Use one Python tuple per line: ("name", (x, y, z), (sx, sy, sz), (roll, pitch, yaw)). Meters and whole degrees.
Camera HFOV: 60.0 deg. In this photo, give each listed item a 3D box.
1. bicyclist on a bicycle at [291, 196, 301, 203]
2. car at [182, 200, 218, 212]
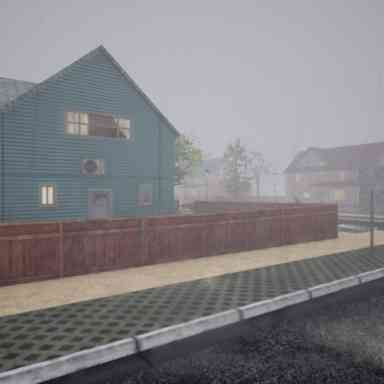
("bicyclist on a bicycle", (9.825, 1.195, 31.335), (1.656, 1.620, 0.582), (-1, 1, -36))
("car", (1.051, 1.487, 33.522), (1.895, 1.301, 4.718), (0, 0, -36))
